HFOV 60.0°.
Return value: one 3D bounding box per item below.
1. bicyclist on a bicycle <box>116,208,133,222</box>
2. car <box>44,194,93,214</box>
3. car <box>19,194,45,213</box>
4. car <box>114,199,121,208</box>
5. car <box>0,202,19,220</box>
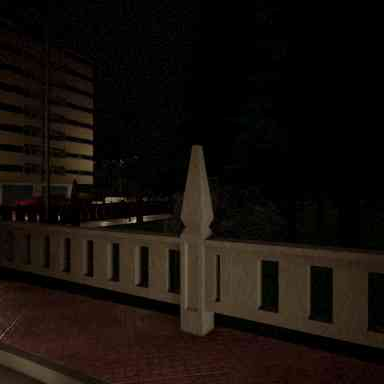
[{"bbox_3d":[-4.880,1.356,24.007,1.656,1.620,0.582,0,0,29],"label":"bicyclist on a bicycle"},{"bbox_3d":[-12.071,1.407,33.699,2.097,1.767,4.553,0,0,29],"label":"car"},{"bbox_3d":[-15.533,1.277,34.668,2.150,2.045,5.566,0,0,29],"label":"car"},{"bbox_3d":[-8.955,1.409,46.514,2.097,1.767,4.553,0,0,29],"label":"car"},{"bbox_3d":[-16.529,1.547,25.641,2.128,1.511,4.902,0,0,29],"label":"car"}]
